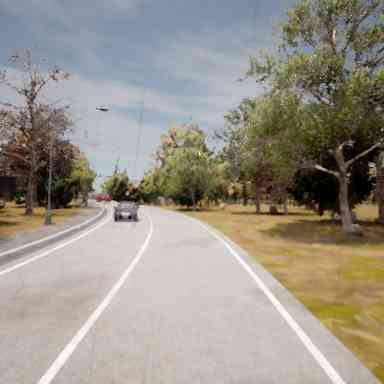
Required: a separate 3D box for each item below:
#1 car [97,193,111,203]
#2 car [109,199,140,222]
[{"bbox_3d":[-17.762,1.166,66.896,2.150,2.045,5.566,2,-1,-25],"label":"car"},{"bbox_3d":[-5.280,1.539,26.983,2.128,1.511,4.902,1,0,-9],"label":"car"}]
